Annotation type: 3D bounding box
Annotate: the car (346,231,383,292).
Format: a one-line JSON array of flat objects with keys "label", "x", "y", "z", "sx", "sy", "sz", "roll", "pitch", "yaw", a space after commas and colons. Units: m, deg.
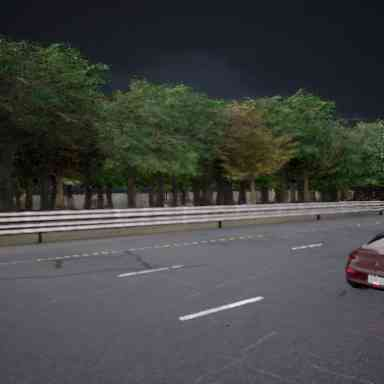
[{"label": "car", "x": 5.405, "y": 1.527, "z": 7.727, "sx": 4.674, "sy": 1.442, "sz": 1.812, "roll": 0, "pitch": 0, "yaw": -36}]
